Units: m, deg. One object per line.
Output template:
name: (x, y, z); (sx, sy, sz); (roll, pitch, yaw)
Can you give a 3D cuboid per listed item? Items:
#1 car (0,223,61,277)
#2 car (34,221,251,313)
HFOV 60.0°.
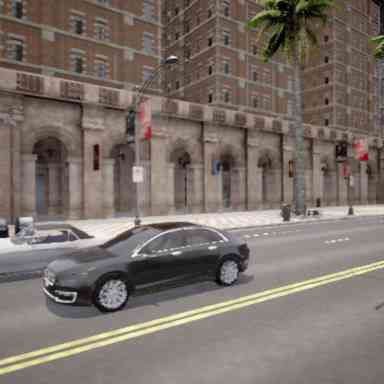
car: (-4.413, 1.594, 9.443); (4.718, 1.301, 1.895); (0, 0, -36)
car: (-0.778, 1.491, 7.738); (4.892, 1.490, 1.837); (0, 0, -36)
